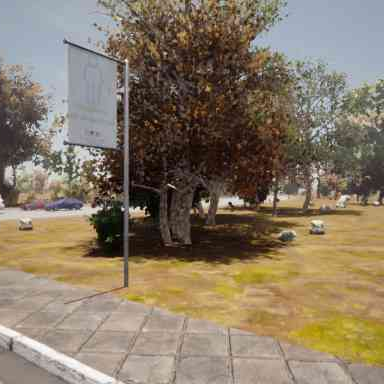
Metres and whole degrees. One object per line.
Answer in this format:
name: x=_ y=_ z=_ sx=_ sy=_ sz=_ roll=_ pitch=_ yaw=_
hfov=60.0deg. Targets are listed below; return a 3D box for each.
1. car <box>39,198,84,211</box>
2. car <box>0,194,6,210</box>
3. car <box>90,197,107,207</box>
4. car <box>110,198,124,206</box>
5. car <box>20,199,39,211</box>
car: x=-15.397 y=1.515 z=40.152 sx=1.812 sy=1.442 sz=4.674 roll=0 pitch=0 yaw=38
car: x=-21.415 y=1.221 z=32.591 sx=2.150 sy=2.045 sz=5.566 roll=0 pitch=0 yaw=39
car: x=-12.699 y=1.466 z=49.274 sx=1.837 sy=1.490 sz=4.892 roll=0 pitch=0 yaw=38
car: x=-9.193 y=1.556 z=48.090 sx=1.895 sy=1.301 sz=4.718 roll=0 pitch=0 yaw=37
car: x=-18.958 y=1.556 z=41.288 sx=1.994 sy=1.385 sz=4.181 roll=0 pitch=0 yaw=39
